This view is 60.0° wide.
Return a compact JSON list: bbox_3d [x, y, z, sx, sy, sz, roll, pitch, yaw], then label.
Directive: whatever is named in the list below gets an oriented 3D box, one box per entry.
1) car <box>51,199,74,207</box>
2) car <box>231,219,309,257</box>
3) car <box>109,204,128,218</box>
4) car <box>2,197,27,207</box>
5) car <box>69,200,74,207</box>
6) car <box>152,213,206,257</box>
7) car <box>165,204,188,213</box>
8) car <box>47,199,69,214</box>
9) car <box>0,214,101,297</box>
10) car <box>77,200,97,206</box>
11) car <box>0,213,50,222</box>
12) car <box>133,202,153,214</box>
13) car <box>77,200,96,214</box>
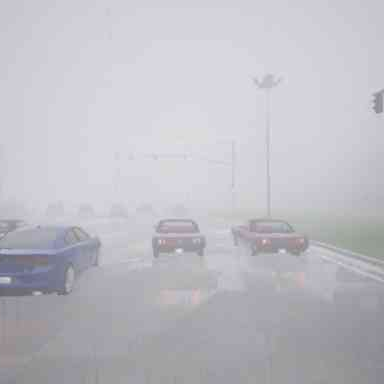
[{"bbox_3d":[-28.730,2.422,73.749,4.892,1.490,1.837,-1,-1,28],"label":"car"},{"bbox_3d":[2.890,1.740,13.554,1.895,1.301,4.718,0,-1,-5],"label":"car"},{"bbox_3d":[-7.692,1.961,34.874,2.033,1.411,5.357,0,-1,-14],"label":"car"},{"bbox_3d":[-37.695,2.147,70.534,5.566,2.045,2.150,0,-1,21],"label":"car"},{"bbox_3d":[-26.282,2.387,67.792,5.357,1.411,2.033,-1,-1,39],"label":"car"},{"bbox_3d":[-0.641,1.755,13.718,1.895,1.301,4.718,0,-1,-5],"label":"car"},{"bbox_3d":[-1.983,2.055,40.592,1.895,1.301,4.718,0,-1,-15],"label":"car"},{"bbox_3d":[-16.774,2.010,41.161,2.128,1.511,4.902,0,-1,-17],"label":"car"},{"bbox_3d":[-3.789,1.592,8.947,1.882,1.535,5.008,0,-1,-3],"label":"car"},{"bbox_3d":[-23.428,2.433,74.407,4.674,1.442,1.812,-1,-1,35],"label":"car"},{"bbox_3d":[-7.655,1.783,13.723,1.895,1.301,4.718,0,-1,-5],"label":"car"},{"bbox_3d":[-6.167,2.015,42.349,1.812,1.442,4.674,0,-1,-16],"label":"car"},{"bbox_3d":[-13.151,2.010,41.288,1.837,1.490,4.892,0,-1,-17],"label":"car"}]
